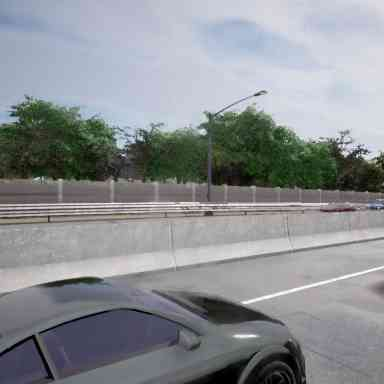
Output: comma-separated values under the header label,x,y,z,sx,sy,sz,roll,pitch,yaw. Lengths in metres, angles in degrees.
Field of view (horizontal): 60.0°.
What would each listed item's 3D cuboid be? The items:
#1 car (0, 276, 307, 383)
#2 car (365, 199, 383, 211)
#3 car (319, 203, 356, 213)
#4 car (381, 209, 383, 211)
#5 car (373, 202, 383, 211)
label,x,y,z,sx,sy,sz,roll,pitch,yaw
car,-0.842,1.566,3.152,4.181,1.385,1.994,0,0,-35
car,21.017,1.776,36.053,5.566,2.045,2.150,2,-1,-35
car,16.157,1.946,36.898,5.008,1.535,1.882,2,-1,-35
car,7.248,1.408,8.876,4.553,1.767,2.097,1,0,-36
car,18.939,1.908,30.290,5.008,1.535,1.882,2,-1,-35
